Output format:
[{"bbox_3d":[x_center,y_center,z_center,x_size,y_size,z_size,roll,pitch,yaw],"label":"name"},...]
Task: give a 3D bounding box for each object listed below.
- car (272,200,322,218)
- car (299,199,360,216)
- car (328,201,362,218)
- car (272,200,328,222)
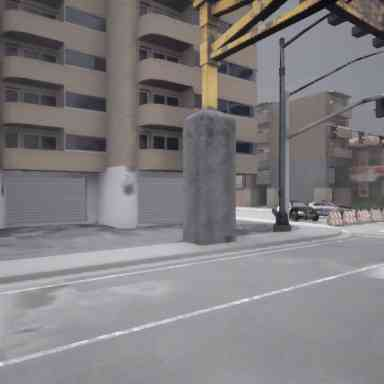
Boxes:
[{"bbox_3d":[8.215,1.295,26.485,1.853,1.218,4.536,0,0,-11],"label":"car"},{"bbox_3d":[11.757,1.295,28.613,4.536,1.218,1.853,0,0,34],"label":"car"},{"bbox_3d":[11.800,1.453,28.584,4.974,1.542,2.038,0,0,34],"label":"car"},{"bbox_3d":[8.225,1.453,26.434,2.038,1.542,4.974,0,0,-11],"label":"car"}]
